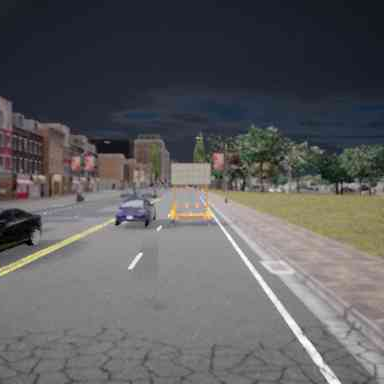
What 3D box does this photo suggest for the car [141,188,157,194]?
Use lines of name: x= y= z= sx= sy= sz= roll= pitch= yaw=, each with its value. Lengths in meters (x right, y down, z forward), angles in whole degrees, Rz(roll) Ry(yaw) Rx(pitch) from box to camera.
car: x=-6.731 y=0.141 z=52.766 sx=2.097 sy=1.767 sz=4.553 roll=0 pitch=1 yaw=0

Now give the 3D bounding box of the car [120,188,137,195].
car: x=-9.981 y=0.143 z=52.757 sx=2.097 sy=1.767 sz=4.553 roll=0 pitch=1 yaw=0

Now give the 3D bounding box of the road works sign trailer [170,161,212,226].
road works sign trailer: x=-0.059 y=0.022 z=19.315 sx=2.380 sy=3.560 sz=2.880 roll=0 pitch=1 yaw=0

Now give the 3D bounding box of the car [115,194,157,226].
car: x=-3.208 y=1.083 z=19.407 sx=1.812 sy=1.442 sz=4.674 roll=0 pitch=1 yaw=0

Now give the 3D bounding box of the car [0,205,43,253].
car: x=-6.633 y=1.236 z=10.685 sx=1.882 sy=1.535 sz=5.008 roll=0 pitch=1 yaw=0
